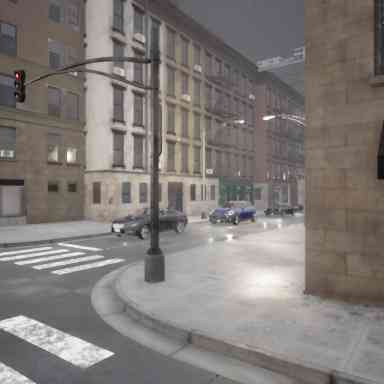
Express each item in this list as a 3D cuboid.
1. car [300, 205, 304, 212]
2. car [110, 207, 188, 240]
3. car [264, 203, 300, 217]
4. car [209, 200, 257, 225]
[{"bbox_3d":[14.823,1.832,41.612,1.895,1.301,4.718,0,0,36],"label":"car"},{"bbox_3d":[-2.149,1.568,17.830,2.128,1.511,4.902,0,0,35],"label":"car"},{"bbox_3d":[8.910,1.777,33.360,1.895,1.301,4.718,0,0,35],"label":"car"},{"bbox_3d":[3.190,1.476,25.349,2.097,1.767,4.553,0,0,36],"label":"car"}]
